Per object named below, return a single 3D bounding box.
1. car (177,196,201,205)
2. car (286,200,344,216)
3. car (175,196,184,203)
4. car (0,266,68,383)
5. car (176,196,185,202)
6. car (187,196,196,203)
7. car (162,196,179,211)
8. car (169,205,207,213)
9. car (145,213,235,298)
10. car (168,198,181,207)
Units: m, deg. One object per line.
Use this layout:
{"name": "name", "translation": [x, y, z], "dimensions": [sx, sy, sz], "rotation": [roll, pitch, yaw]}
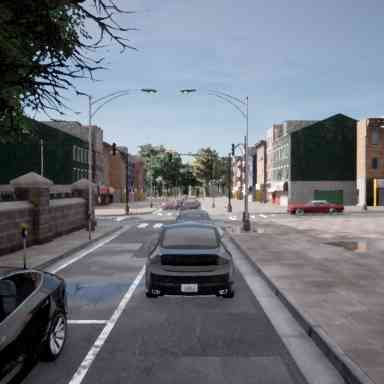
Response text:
{"name": "car", "translation": [-0.050, 1.521, 36.646], "dimensions": [2.128, 1.511, 4.902], "rotation": [0, 0, 5]}
{"name": "car", "translation": [10.920, 1.429, 29.802], "dimensions": [4.718, 1.301, 1.895], "rotation": [-1, 1, 0]}
{"name": "car", "translation": [-2.739, 1.658, 74.123], "dimensions": [1.887, 1.381, 4.507], "rotation": [-1, 0, 0]}
{"name": "car", "translation": [-2.648, 1.565, 3.195], "dimensions": [1.947, 1.339, 4.313], "rotation": [-1, 0, 0]}
{"name": "car", "translation": [-2.746, 1.693, 79.558], "dimensions": [1.947, 1.339, 4.313], "rotation": [-1, 0, 0]}
{"name": "car", "translation": [-0.079, 1.585, 71.670], "dimensions": [1.882, 1.535, 5.008], "rotation": [0, 0, 0]}
{"name": "car", "translation": [-2.699, 1.479, 41.515], "dimensions": [1.967, 1.590, 4.097], "rotation": [-1, 0, 0]}
{"name": "car", "translation": [0.079, 1.553, 15.936], "dimensions": [2.033, 1.411, 5.357], "rotation": [0, 0, 0]}
{"name": "car", "translation": [-0.033, 1.505, 8.491], "dimensions": [1.837, 1.490, 4.892], "rotation": [0, 0, 0]}
{"name": "car", "translation": [-2.712, 1.626, 52.384], "dimensions": [1.947, 1.339, 4.313], "rotation": [-1, 0, 0]}
